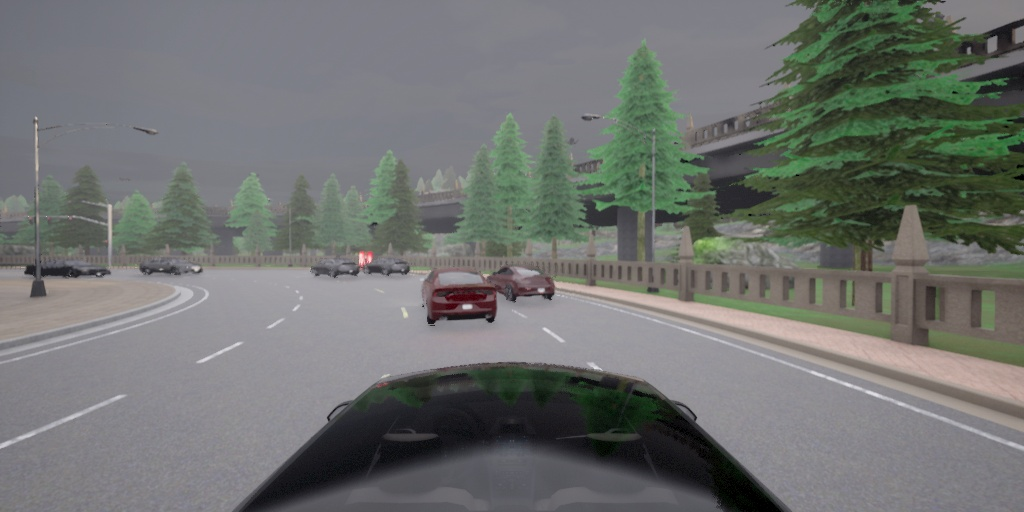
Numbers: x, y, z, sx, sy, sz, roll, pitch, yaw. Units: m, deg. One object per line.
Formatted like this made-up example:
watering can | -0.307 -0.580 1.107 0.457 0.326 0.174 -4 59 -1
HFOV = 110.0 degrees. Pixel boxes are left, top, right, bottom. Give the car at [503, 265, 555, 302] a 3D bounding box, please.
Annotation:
car | 0.226 1.101 15.763 1.812 1.442 4.674 0 1 -22

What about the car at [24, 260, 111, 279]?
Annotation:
car | -34.065 0.995 27.517 5.357 1.411 2.033 0 1 6

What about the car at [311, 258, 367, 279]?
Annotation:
car | -13.825 0.923 27.953 4.902 1.511 2.128 0 1 37

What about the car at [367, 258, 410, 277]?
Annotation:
car | -10.443 0.900 29.700 4.902 1.511 2.128 1 1 40

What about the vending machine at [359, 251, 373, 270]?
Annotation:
vending machine | -15.364 0.507 37.762 0.880 2.100 1.100 0 0 26

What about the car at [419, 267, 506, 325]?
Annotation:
car | -1.868 1.107 11.484 1.882 1.535 5.008 0 1 -17

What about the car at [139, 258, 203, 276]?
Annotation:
car | -28.786 0.901 30.352 4.902 1.511 2.128 0 1 9
